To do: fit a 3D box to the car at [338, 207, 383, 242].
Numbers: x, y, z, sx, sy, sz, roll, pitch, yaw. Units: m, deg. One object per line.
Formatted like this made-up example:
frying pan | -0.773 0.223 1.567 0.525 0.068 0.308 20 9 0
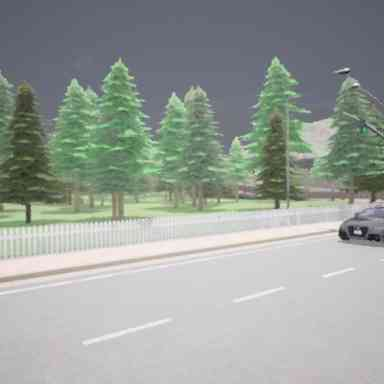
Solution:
car | 8.017 1.344 14.004 4.181 1.385 1.994 -1 1 -35
